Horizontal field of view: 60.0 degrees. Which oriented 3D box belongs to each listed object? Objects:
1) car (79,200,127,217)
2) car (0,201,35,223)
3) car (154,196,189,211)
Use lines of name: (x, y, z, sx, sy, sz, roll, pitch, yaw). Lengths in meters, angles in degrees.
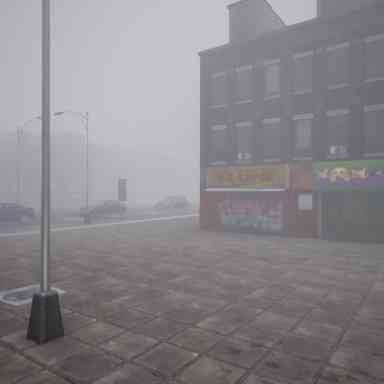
car: (-8.018, 1.445, 30.378, 1.812, 1.442, 4.674, 0, 0, 35)
car: (-13.391, 1.432, 22.730, 1.882, 1.535, 5.008, 0, 0, 35)
car: (-2.289, 1.235, 38.520, 2.097, 1.767, 4.553, 0, 0, 35)
